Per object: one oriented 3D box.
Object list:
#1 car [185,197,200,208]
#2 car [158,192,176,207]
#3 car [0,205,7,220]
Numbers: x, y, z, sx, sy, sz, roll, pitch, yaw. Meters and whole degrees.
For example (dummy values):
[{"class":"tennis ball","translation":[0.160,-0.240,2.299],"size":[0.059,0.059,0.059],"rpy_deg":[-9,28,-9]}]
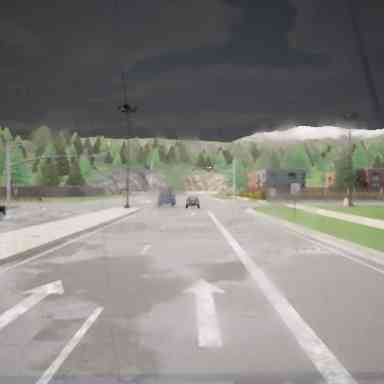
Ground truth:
[{"class":"car","translation":[0.100,1.306,43.086],"size":[2.033,1.411,5.357],"rpy_deg":[0,0,0]},{"class":"car","translation":[-3.405,0.968,45.414],"size":[2.150,2.045,5.566],"rpy_deg":[0,1,0]},{"class":"car","translation":[-15.073,1.346,23.289],"size":[1.882,1.535,5.008],"rpy_deg":[0,0,0]}]
